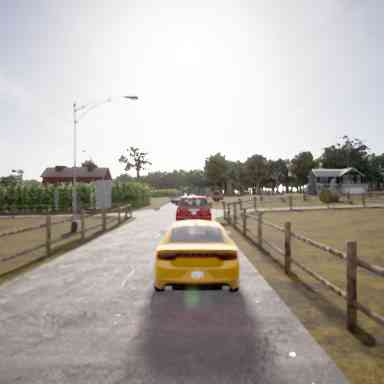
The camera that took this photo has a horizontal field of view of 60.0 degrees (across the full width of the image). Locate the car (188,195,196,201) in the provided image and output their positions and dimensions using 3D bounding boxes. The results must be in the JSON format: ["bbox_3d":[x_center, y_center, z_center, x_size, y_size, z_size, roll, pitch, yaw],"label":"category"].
[{"bbox_3d":[0.059,1.511,83.633,1.837,1.490,4.892,0,0,0],"label":"car"}]

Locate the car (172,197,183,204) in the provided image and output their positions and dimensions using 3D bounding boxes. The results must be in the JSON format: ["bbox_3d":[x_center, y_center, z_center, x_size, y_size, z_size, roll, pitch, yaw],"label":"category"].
[{"bbox_3d":[-2.749,1.588,63.614,1.994,1.385,4.181,0,0,1],"label":"car"}]

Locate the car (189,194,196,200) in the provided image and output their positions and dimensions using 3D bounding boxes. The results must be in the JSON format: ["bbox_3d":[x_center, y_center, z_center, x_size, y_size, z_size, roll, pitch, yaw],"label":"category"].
[{"bbox_3d":[0.070,1.326,94.062,1.882,1.535,5.008,0,0,0],"label":"car"}]

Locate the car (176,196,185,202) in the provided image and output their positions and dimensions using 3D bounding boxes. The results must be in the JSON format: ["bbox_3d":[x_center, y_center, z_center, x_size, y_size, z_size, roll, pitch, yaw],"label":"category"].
[{"bbox_3d":[-2.696,1.615,78.393,1.895,1.301,4.718,0,0,0],"label":"car"}]

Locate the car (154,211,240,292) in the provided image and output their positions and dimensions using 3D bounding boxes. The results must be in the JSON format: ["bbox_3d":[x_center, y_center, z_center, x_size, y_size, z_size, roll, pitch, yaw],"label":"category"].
[{"bbox_3d":[0.104,1.496,9.034,1.882,1.535,5.008,0,0,0],"label":"car"}]

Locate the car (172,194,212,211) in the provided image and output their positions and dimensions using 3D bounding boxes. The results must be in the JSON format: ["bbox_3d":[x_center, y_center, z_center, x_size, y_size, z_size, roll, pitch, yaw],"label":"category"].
[{"bbox_3d":[0.091,1.255,21.298,2.150,2.045,5.566,0,0,0],"label":"car"}]
